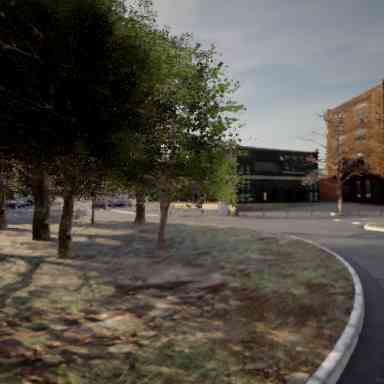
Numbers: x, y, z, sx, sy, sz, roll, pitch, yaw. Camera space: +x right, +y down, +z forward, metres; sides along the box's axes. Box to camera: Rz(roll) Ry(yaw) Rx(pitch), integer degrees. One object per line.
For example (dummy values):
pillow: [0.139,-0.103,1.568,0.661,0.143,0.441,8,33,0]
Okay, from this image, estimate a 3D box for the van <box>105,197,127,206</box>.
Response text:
van: [-16.790,2.143,73.536,4.442,1.987,1.878,0,0,-18]

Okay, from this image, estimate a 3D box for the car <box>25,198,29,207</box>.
car: [-34.695,2.363,63.775,5.008,1.535,2.097,0,0,-18]

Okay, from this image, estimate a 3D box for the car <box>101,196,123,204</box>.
car: [-20.903,2.143,86.680,5.566,2.045,2.435,0,0,-18]

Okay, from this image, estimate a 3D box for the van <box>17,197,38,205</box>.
van: [-40.553,2.195,82.170,4.442,1.987,1.878,0,0,-18]

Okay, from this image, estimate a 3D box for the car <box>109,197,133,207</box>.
car: [-14.130,2.344,65.626,4.792,1.488,2.163,0,0,-18]

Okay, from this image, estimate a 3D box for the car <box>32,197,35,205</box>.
car: [-37.257,2.399,71.644,4.892,1.521,2.231,0,0,-18]

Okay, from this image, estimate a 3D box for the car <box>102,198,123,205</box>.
car: [-20.067,2.391,84.031,4.892,1.521,2.231,0,0,-18]

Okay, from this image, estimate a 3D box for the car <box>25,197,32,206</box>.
car: [-36.367,2.262,69.029,4.553,1.767,2.185,0,0,-18]

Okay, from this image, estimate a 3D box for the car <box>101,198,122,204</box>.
car: [-21.613,2.395,89.373,5.366,1.575,1.946,0,0,-18]

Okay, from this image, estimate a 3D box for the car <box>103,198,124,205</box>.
car: [-19.258,2.386,81.502,5.008,1.535,2.097,0,0,-18]

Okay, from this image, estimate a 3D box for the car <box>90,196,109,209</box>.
car: [-16.599,2.150,59.060,2.097,1.767,4.553,0,0,-21]

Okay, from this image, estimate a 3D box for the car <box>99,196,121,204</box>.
car: [-22.713,2.153,92.070,5.566,2.045,2.435,0,0,-18]

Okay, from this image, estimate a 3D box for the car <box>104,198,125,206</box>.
car: [-18.327,2.256,78.752,4.553,1.767,2.185,0,0,-18]

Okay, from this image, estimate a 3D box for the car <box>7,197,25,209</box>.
car: [-33.806,2.220,61.160,4.553,1.767,2.185,0,0,-18]
